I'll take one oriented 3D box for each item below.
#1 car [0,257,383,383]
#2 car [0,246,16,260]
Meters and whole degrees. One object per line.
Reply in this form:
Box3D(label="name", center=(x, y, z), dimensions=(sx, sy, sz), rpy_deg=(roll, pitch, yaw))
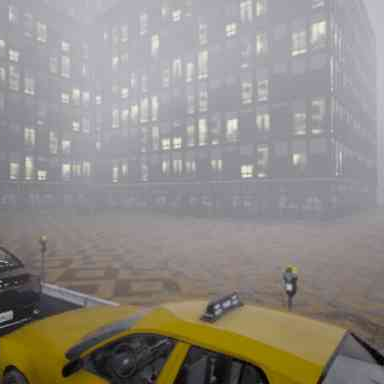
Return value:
Box3D(label="car", center=(0.031, 1.527, 2.825), dimensions=(4.829, 1.417, 1.752), rpy_deg=(0, 0, 36))
Box3D(label="car", center=(-4.464, 1.560, 6.028), dimensions=(4.403, 1.369, 2.008), rpy_deg=(0, 0, 36))
